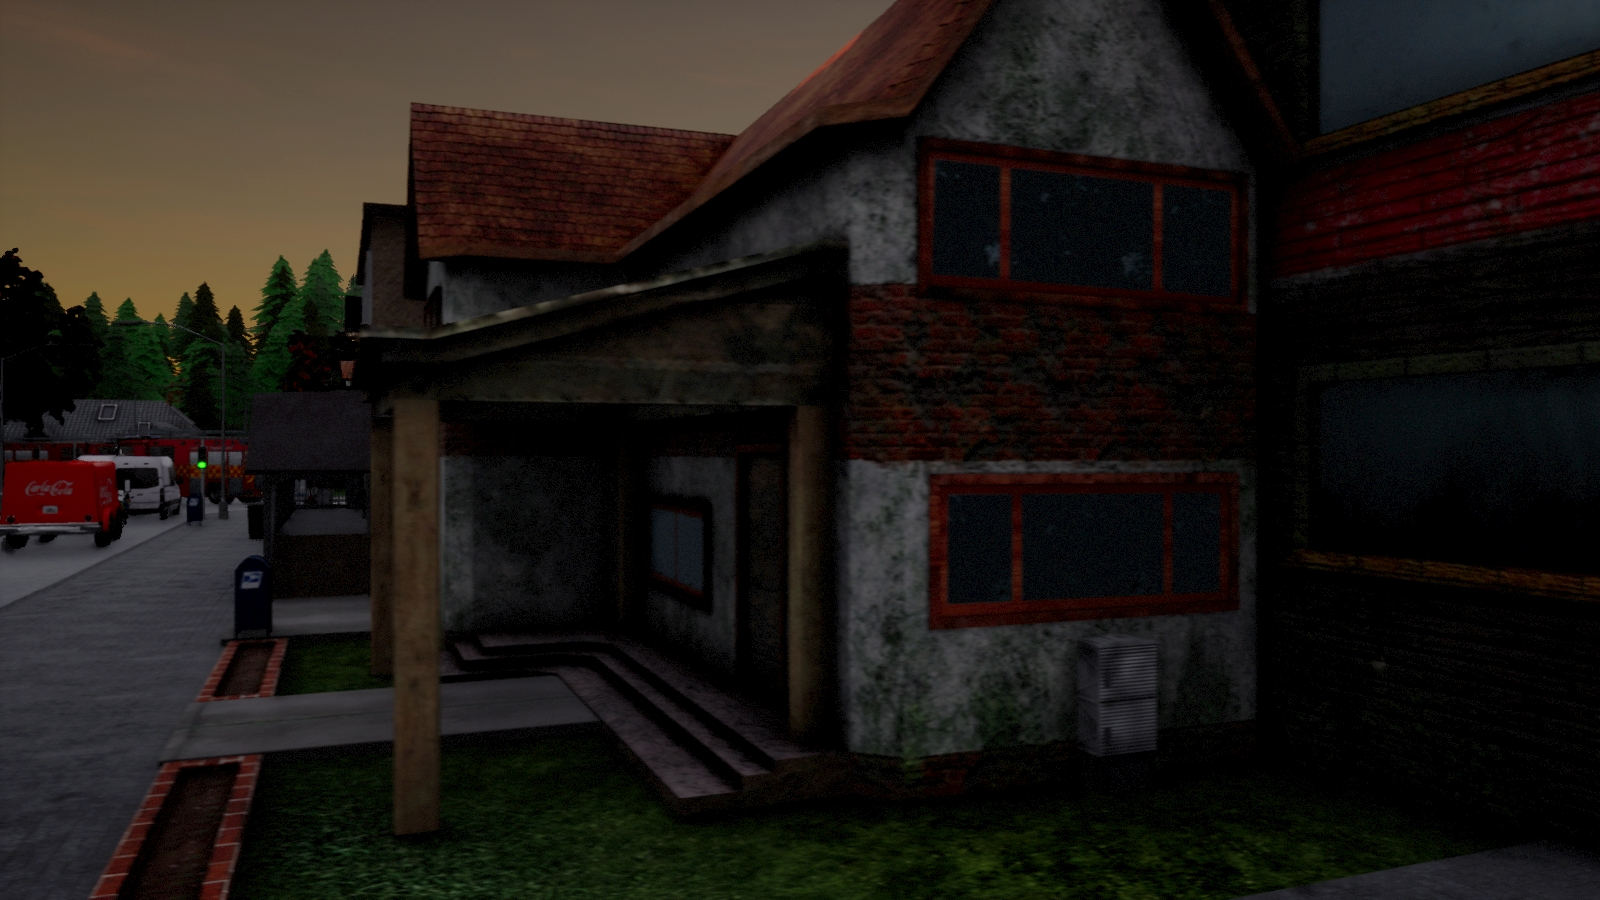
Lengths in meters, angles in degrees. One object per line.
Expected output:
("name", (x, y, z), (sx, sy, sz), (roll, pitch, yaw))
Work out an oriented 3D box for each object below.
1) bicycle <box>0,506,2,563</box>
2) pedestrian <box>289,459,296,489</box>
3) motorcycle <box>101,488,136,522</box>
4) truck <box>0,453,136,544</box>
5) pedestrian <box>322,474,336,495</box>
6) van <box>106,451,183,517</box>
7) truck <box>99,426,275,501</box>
("bicycle", (-18.334, 1.936, 25.622), (0.373, 1.296, 1.643), (0, 0, -22))
("pedestrian", (-32.141, 1.518, 72.317), (0.375, 1.860, 0.375), (0, 0, -27))
("motorcycle", (-24.827, 1.993, 41.664), (0.803, 1.145, 2.033), (0, 0, -22))
("truck", (-21.752, 1.343, 34.079), (2.627, 2.467, 5.204), (0, 0, -22))
("pedestrian", (-25.791, 1.897, 62.562), (0.500, 1.100, 0.500), (0, 0, 29))
("van", (-27.221, 1.315, 47.637), (1.988, 2.561, 5.915), (0, 0, -22))
("truck", (-32.422, 0.670, 60.456), (8.468, 3.827, 2.891), (0, 0, 14))
